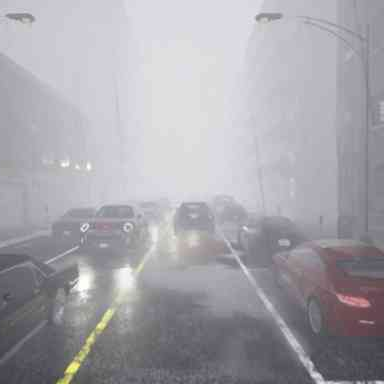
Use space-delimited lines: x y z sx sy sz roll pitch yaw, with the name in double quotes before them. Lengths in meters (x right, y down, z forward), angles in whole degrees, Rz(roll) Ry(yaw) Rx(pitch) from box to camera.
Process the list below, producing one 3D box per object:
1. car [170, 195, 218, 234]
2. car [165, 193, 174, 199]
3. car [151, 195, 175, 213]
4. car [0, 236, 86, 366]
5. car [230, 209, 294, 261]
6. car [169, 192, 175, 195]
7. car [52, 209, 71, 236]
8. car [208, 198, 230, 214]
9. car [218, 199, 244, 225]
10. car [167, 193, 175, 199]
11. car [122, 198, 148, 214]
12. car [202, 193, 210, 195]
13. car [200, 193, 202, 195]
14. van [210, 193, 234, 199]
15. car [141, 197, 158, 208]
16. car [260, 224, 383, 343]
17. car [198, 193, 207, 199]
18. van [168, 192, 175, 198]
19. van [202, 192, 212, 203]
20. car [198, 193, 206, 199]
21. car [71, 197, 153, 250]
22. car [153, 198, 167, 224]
"car" 0.100 1.243 18.430 2.097 1.767 4.553 0 0 0
"car" -5.696 1.082 83.590 1.887 1.381 4.507 0 0 0
"car" -3.048 1.328 34.086 1.812 1.442 4.674 0 0 0
"car" -3.095 1.575 4.187 1.895 1.301 4.718 0 0 0
"car" 2.683 1.495 11.774 1.947 1.339 4.313 0 0 0
"car" -5.696 1.132 78.066 1.947 1.339 4.313 0 0 0
"car" -5.698 1.463 17.310 1.947 1.339 4.313 0 0 0
"car" 2.684 1.369 33.867 1.947 1.339 4.313 0 0 0
"car" 2.683 1.411 22.820 1.887 1.381 4.507 0 0 0
"car" -5.696 1.054 89.114 1.887 1.381 4.507 0 0 0
"car" -5.698 1.348 33.880 1.887 1.381 4.507 0 0 0
"car" 2.683 1.236 50.607 1.752 1.417 4.829 0 0 0
"car" 0.101 1.250 48.197 1.812 1.442 4.674 0 0 0
"van" 2.682 1.176 28.342 1.690 1.788 3.998 0 0 0
"car" -5.697 1.324 44.927 1.802 1.307 4.206 0 0 0
"car" 2.683 1.544 6.251 1.802 1.307 4.206 0 0 0
"car" 2.684 1.088 83.577 2.008 1.369 4.403 -1 0 0
"van" -5.698 0.822 94.636 1.690 1.788 3.998 -1 0 0
"van" 2.682 0.994 61.483 1.690 1.788 3.998 -1 0 0
"car" 2.685 1.060 89.100 2.008 1.369 4.403 -1 0 0
"car" -3.089 1.269 13.910 2.097 1.767 4.553 0 0 0
"car" -3.086 1.387 23.593 1.812 1.442 4.674 0 0 0
